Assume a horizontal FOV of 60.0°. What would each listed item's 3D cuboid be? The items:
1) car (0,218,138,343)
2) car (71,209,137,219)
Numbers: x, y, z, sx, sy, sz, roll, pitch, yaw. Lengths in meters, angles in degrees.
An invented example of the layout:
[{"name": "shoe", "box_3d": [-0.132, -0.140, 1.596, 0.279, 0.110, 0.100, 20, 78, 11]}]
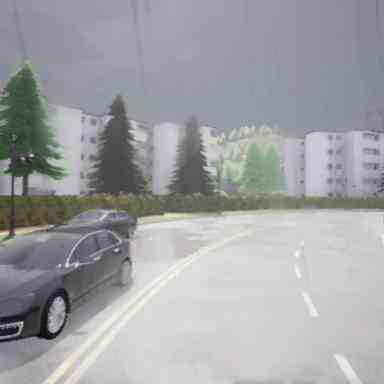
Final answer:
[{"name": "car", "box_3d": [-2.715, 1.514, 6.779, 1.837, 1.490, 4.892, 1, -1, 10]}, {"name": "car", "box_3d": [-4.216, 1.529, 15.156, 2.128, 1.511, 4.902, 1, 0, 19]}]
